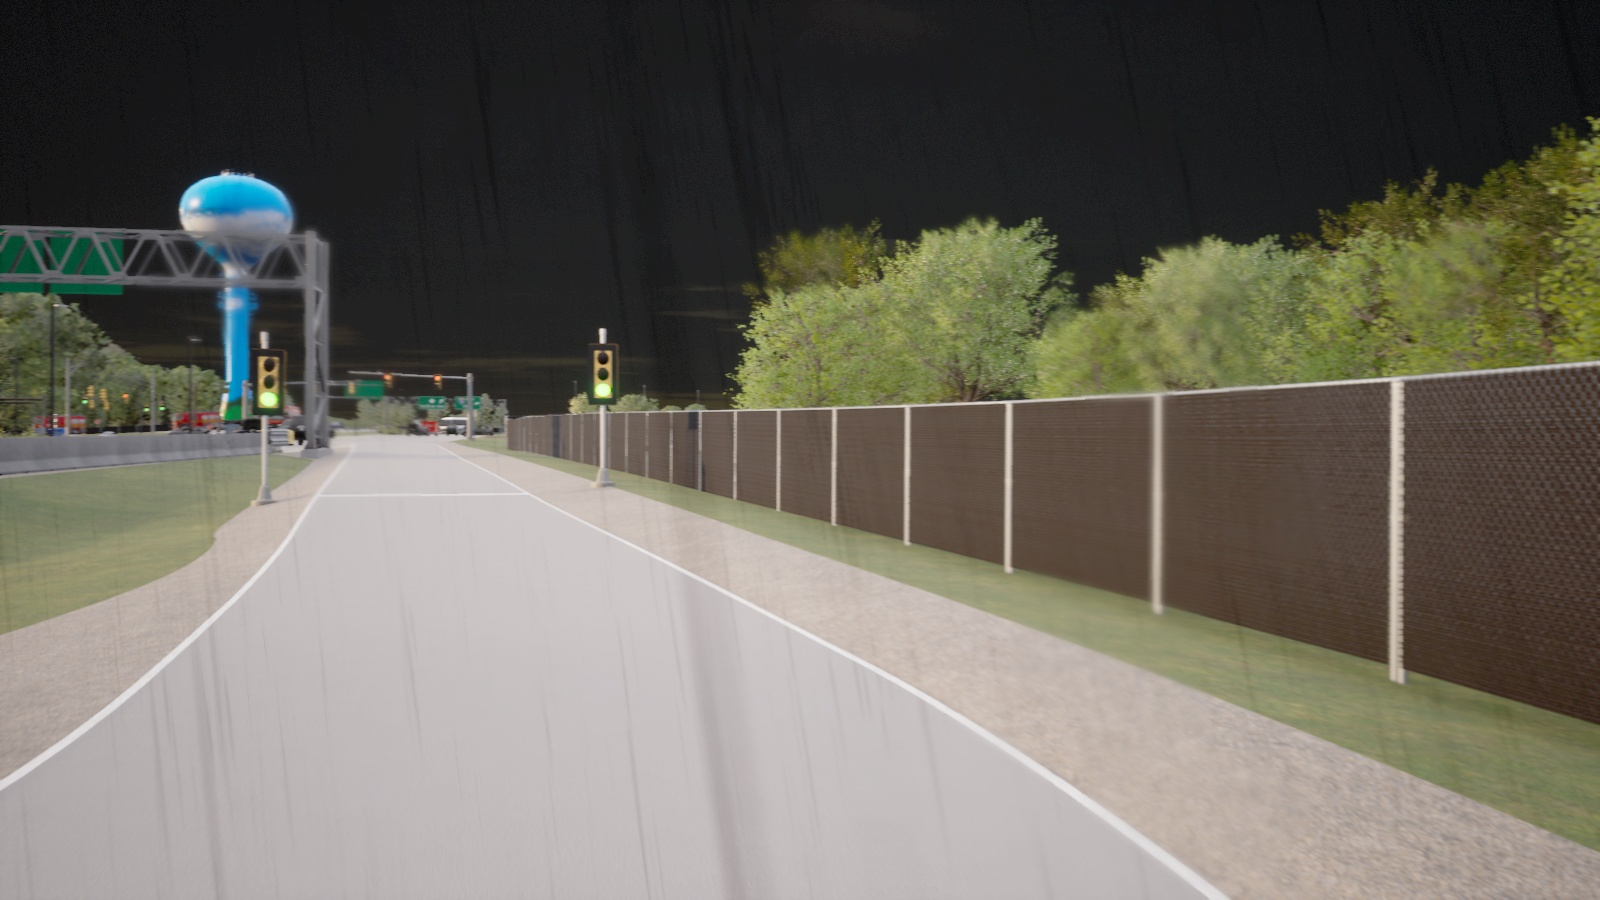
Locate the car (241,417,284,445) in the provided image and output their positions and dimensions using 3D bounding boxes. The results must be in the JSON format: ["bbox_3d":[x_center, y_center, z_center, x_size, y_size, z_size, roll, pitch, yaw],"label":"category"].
[{"bbox_3d":[-37.014,-1.301,86.561,1.905,1.878,3.866,0,1,-11],"label":"car"}]

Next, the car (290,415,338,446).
[{"bbox_3d":[-33.444,-1.364,86.538,2.150,2.045,5.566,0,1,-11],"label":"car"}]
